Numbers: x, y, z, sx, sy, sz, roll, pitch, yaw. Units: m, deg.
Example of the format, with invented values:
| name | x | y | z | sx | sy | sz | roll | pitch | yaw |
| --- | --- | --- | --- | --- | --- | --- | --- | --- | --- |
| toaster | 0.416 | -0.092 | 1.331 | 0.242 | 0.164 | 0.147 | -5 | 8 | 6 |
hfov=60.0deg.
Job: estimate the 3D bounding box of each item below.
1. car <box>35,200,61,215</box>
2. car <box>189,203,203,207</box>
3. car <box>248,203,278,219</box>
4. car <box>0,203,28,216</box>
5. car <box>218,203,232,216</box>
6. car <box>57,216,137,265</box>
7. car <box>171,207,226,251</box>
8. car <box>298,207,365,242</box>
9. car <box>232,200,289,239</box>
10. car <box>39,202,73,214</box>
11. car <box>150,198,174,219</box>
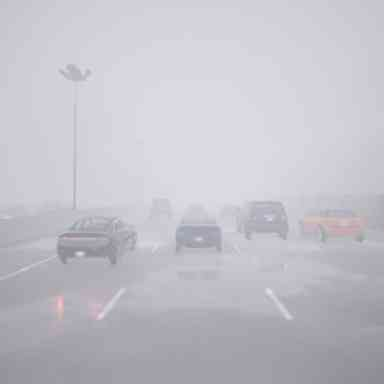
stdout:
| name | x | y | z | sx | sy | sz | roll | pitch | yaw |
| --- | --- | --- | --- | --- | --- | --- | --- | --- | --- |
| car | -17.312 | 1.840 | 40.747 | 2.097 | 1.767 | 4.553 | 0 | -1 | 0 |
| car | 0.408 | 1.961 | 35.518 | 1.837 | 1.490 | 4.892 | 0 | -1 | 0 |
| car | 7.410 | 1.955 | 35.072 | 2.128 | 1.511 | 4.902 | 0 | -1 | 0 |
| car | -20.796 | 1.980 | 38.568 | 1.812 | 1.442 | 4.674 | 0 | -1 | 0 |
| car | 3.908 | 1.952 | 35.333 | 2.128 | 1.511 | 4.902 | 0 | -1 | 0 |
| car | -3.259 | 1.643 | 12.237 | 2.128 | 1.511 | 4.902 | 0 | -1 | 1 |
| car | 0.285 | 1.673 | 15.085 | 1.882 | 1.535 | 5.008 | 0 | -1 | 1 |
| car | 7.329 | 1.597 | 18.018 | 2.097 | 1.767 | 4.553 | 0 | -1 | 1 |
| car | 3.843 | 1.472 | 18.927 | 2.150 | 2.045 | 5.566 | 0 | -1 | 1 |
| car | -13.773 | 2.021 | 34.805 | 1.895 | 1.301 | 4.718 | 0 | -1 | 0 |
| car | -3.081 | 1.659 | 34.593 | 2.150 | 2.045 | 5.566 | 0 | -1 | 0 |
